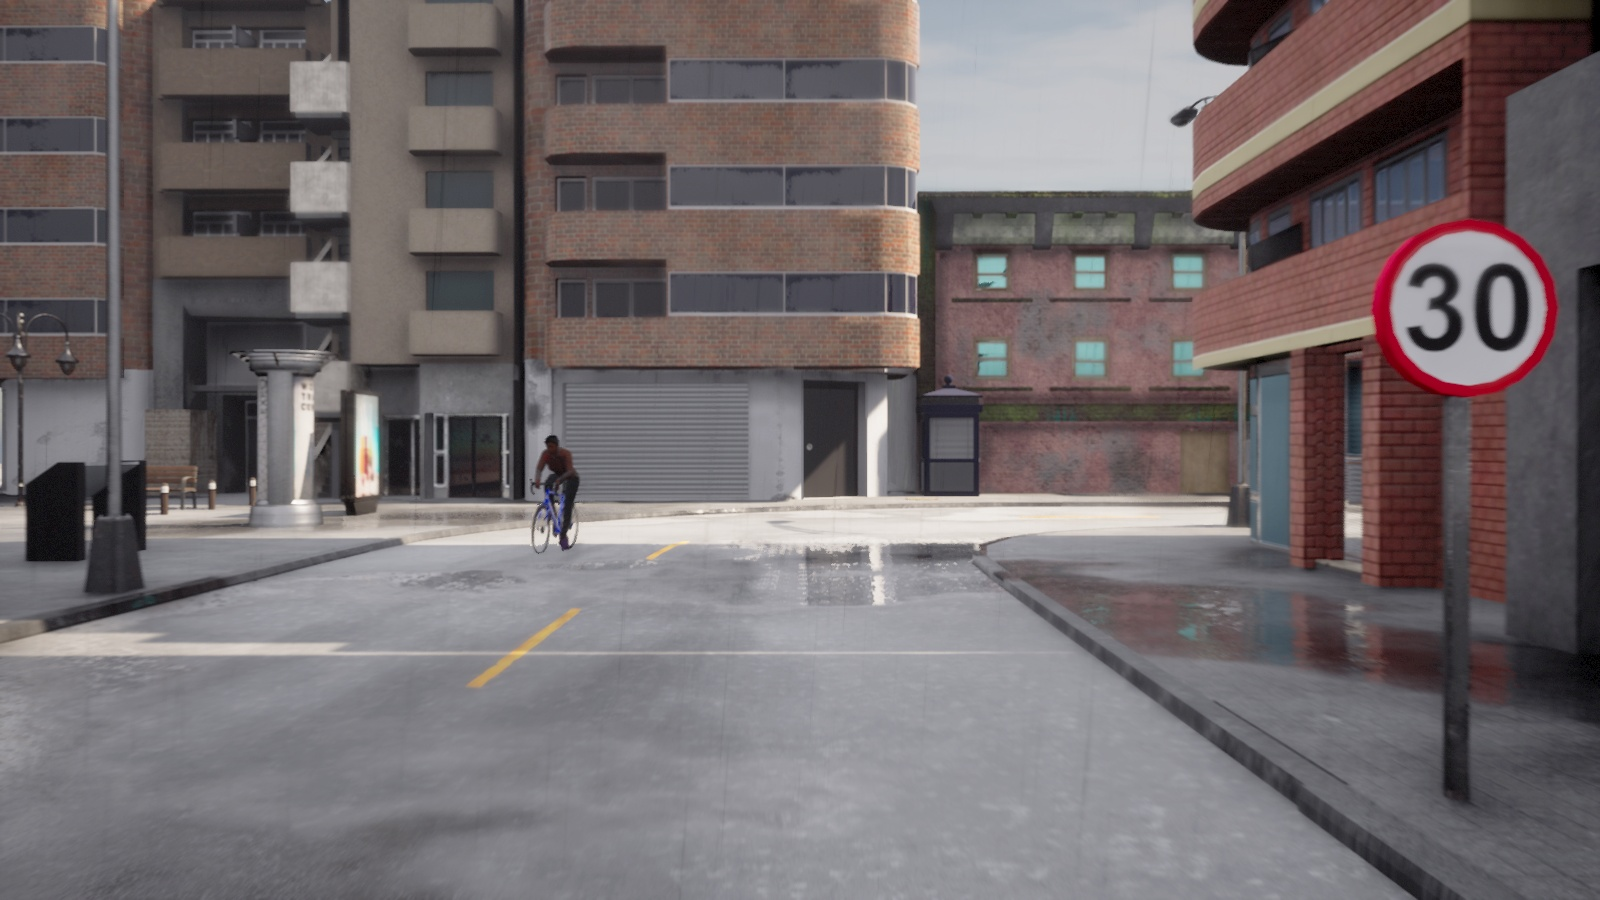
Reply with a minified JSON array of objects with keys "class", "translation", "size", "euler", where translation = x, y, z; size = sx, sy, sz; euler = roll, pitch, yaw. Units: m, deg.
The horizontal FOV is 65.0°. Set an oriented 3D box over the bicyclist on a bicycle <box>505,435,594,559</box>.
[{"class":"bicyclist on a bicycle","translation":[-3.437,0.605,17.344],"size":[0.582,1.620,1.656],"euler":[1,1,12]}]
